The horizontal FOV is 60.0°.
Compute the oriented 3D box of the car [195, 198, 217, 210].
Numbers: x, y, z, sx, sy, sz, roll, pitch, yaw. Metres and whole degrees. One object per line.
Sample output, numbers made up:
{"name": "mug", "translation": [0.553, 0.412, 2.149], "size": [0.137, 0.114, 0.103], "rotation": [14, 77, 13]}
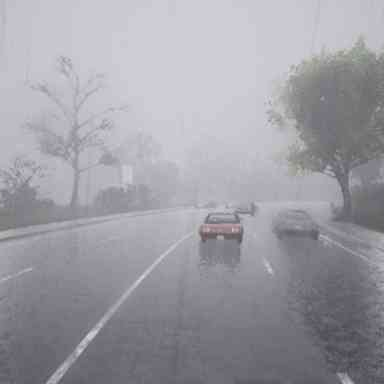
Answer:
{"name": "car", "translation": [1.908, 1.610, 44.224], "size": [2.128, 1.511, 4.902], "rotation": [0, 0, 22]}

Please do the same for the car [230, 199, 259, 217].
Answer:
{"name": "car", "translation": [5.537, 1.656, 33.295], "size": [2.033, 1.411, 5.357], "rotation": [0, 0, 18]}

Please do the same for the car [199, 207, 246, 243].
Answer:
{"name": "car", "translation": [1.558, 1.651, 16.313], "size": [1.895, 1.301, 4.718], "rotation": [0, 0, 9]}

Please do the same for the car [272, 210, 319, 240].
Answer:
{"name": "car", "translation": [5.353, 1.628, 17.597], "size": [1.994, 1.385, 4.181], "rotation": [0, 0, 10]}

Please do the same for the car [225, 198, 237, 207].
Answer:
{"name": "car", "translation": [5.830, 1.627, 44.584], "size": [2.128, 1.511, 4.902], "rotation": [0, 0, 23]}
